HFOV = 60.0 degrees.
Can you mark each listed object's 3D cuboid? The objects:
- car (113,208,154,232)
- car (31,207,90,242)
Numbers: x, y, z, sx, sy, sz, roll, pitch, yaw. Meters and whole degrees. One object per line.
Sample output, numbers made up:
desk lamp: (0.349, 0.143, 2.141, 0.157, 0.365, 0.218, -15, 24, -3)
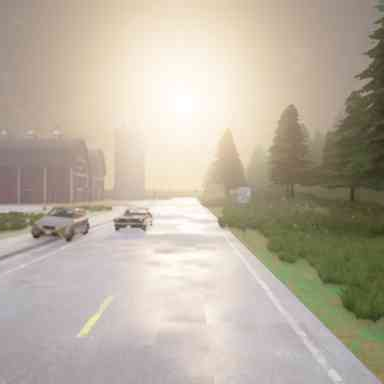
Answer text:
car: (-3.583, 1.693, 21.074, 1.895, 1.301, 4.718, 0, 0, 0)
car: (-6.484, 1.532, 16.923, 1.816, 1.474, 4.193, 6, -1, -2)
